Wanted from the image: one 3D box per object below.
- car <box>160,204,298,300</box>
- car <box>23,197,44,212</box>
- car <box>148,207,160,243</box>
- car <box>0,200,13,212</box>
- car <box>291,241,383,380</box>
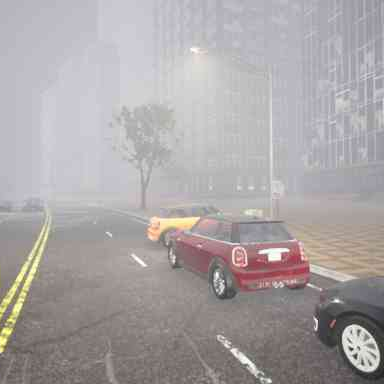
[{"bbox_3d":[0.905,1.353,8.810,2.097,1.767,4.553,0,0,-22],"label":"car"},{"bbox_3d":[-18.746,1.385,39.392,2.097,1.767,4.553,0,0,-24],"label":"car"},{"bbox_3d":[0.420,1.274,14.386,4.553,1.767,2.097,-3,1,-18],"label":"car"},{"bbox_3d":[-21.705,1.594,38.048,1.994,1.385,4.181,0,0,-24],"label":"car"},{"bbox_3d":[3.629,1.505,3.334,1.837,1.490,4.892,0,0,-35],"label":"car"}]
